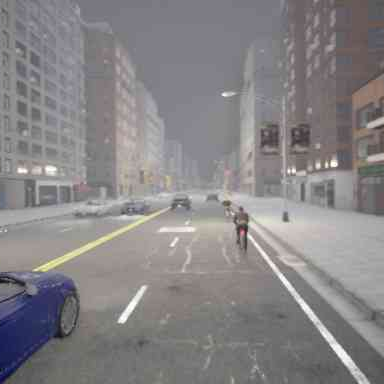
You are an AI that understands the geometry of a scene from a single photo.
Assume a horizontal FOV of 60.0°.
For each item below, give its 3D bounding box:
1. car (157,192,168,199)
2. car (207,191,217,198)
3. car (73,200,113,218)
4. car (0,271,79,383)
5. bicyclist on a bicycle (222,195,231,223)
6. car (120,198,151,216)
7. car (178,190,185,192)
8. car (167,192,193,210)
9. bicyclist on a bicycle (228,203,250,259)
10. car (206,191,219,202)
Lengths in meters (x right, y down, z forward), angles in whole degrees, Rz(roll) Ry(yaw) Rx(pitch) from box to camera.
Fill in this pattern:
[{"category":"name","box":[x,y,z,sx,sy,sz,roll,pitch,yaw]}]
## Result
[{"category":"car","box":[-5.801,0.704,66.846,1.812,1.442,4.674,-1,1,4]},{"category":"car","box":[4.273,0.511,72.106,2.128,1.511,4.902,-1,1,3]},{"category":"car","box":[-8.155,1.344,27.697,1.895,1.301,4.718,-1,1,3]},{"category":"car","box":[-2.848,1.516,3.549,1.812,1.442,4.674,-1,1,3]},{"category":"bicyclist on a bicycle","box":[2.230,1.052,21.363,0.659,1.776,1.843,-1,1,3]},{"category":"car","box":[-4.834,1.246,28.787,1.994,1.385,4.181,-1,1,3]},{"category":"car","box":[-2.297,0.421,71.127,2.097,1.767,4.553,-1,1,3]},{"category":"car","box":[-1.060,1.059,34.431,1.837,1.490,4.892,-1,1,3]},{"category":"bicyclist on a bicycle","box":[1.623,1.283,10.845,0.582,1.620,1.656,-1,0,3]},{"category":"car","box":[3.216,0.762,52.424,1.837,1.490,4.892,-1,1,3]}]
